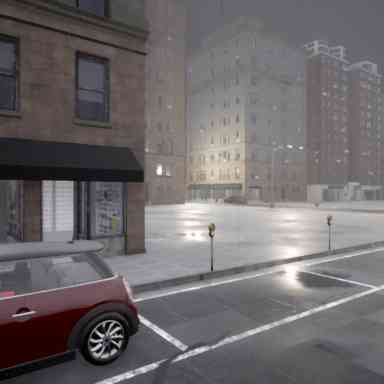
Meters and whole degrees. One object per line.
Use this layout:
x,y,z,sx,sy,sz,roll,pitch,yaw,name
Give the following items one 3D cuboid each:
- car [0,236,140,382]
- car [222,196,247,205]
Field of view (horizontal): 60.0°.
-2.830,1.440,4.168,4.097,1.590,1.967,0,0,-36,car
6.807,1.343,53.016,1.812,1.442,4.674,0,0,-36,car
